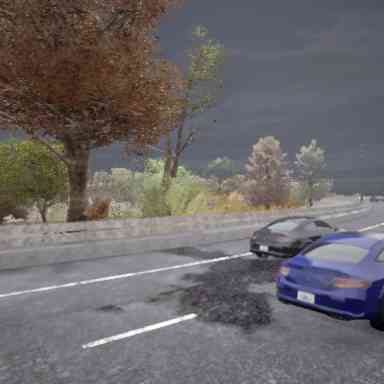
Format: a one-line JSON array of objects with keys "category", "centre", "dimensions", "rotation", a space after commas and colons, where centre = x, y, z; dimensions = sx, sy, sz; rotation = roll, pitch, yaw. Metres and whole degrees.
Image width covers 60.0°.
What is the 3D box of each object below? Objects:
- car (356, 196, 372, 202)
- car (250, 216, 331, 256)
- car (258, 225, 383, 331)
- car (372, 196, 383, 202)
[{"category": "car", "centre": [39.359, 1.654, 77.433], "dimensions": [1.812, 1.442, 4.674], "rotation": [0, 0, 5]}, {"category": "car", "centre": [3.967, 1.575, 11.743], "dimensions": [4.674, 1.442, 1.812], "rotation": [0, 0, -40]}, {"category": "car", "centre": [3.628, 1.555, 6.895], "dimensions": [4.674, 1.442, 1.812], "rotation": [0, 0, -40]}, {"category": "car", "centre": [42.824, 1.650, 76.940], "dimensions": [1.812, 1.442, 4.674], "rotation": [0, 0, 5]}]
